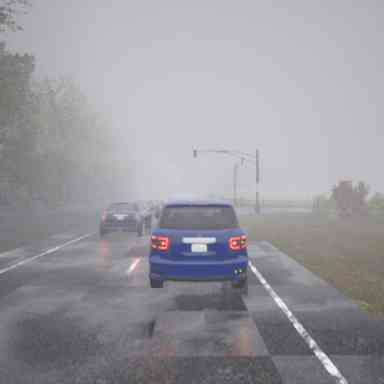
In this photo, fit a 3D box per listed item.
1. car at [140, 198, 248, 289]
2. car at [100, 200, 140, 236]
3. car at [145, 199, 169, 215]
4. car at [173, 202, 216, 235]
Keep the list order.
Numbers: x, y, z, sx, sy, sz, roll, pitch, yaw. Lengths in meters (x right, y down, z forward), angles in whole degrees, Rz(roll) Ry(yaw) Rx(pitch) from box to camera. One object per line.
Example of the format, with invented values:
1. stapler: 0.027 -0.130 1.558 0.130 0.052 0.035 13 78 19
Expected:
1. car: 0.114 1.169 9.136 2.150 2.045 5.566 0 0 -1
2. car: -3.383 1.252 17.843 2.097 1.767 4.553 0 0 0
3. car: -3.366 1.416 32.654 1.895 1.301 4.718 0 0 0
4. car: 0.123 1.384 18.999 2.128 1.511 4.902 0 0 0
